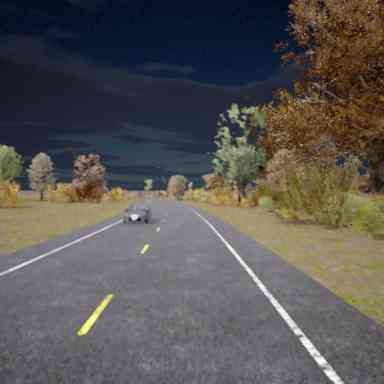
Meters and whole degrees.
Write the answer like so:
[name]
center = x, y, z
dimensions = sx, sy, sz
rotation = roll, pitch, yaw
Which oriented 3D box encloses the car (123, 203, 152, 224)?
[car]
center = -4.194, 1.630, 26.064
dimensions = 2.128, 1.511, 4.902
rotation = 0, 0, -2
